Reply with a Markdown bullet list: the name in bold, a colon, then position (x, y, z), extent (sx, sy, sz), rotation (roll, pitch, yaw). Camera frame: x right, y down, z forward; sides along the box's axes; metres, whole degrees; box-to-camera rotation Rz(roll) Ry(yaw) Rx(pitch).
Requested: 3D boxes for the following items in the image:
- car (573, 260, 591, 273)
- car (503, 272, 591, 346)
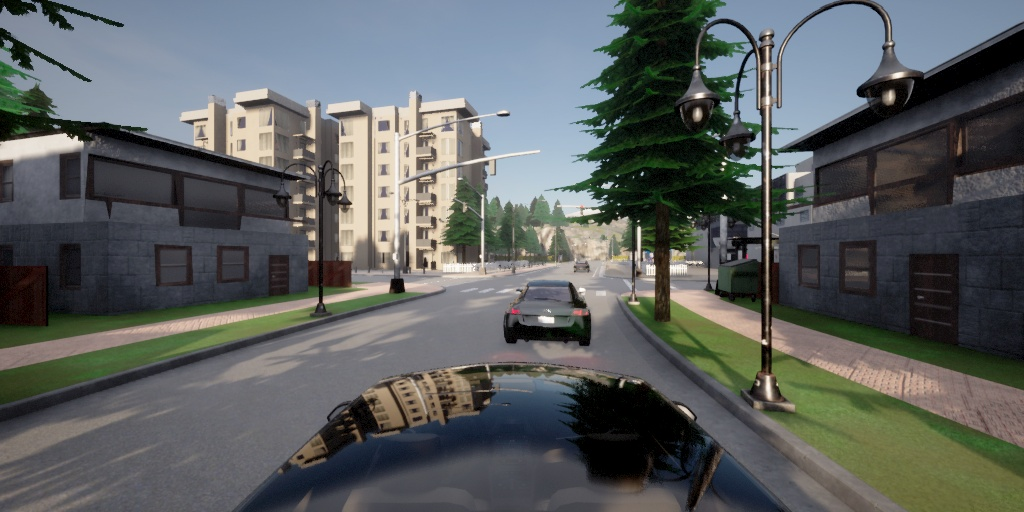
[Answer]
- **car**: position (8.782, 1.276, 44.962), extent (2.128, 1.511, 4.902), rotation (0, 0, 14)
- **car**: position (1.011, 1.314, 9.513), extent (1.994, 1.385, 4.181), rotation (0, 0, 9)
